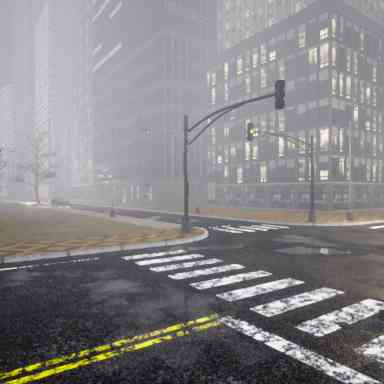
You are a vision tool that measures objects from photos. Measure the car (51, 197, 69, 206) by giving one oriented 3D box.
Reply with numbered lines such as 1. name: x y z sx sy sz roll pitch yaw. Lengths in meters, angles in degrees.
1. car: -21.611 1.553 54.287 2.033 1.411 5.357 0 0 -35
